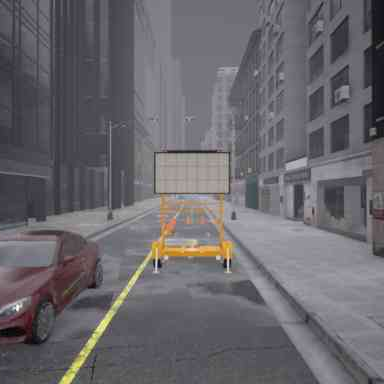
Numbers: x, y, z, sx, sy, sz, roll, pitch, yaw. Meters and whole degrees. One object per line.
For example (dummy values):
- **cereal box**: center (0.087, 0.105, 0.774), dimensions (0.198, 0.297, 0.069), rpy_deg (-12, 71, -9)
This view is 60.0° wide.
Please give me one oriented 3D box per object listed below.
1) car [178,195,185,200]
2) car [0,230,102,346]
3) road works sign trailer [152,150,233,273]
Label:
- **car**: center (-2.918, 1.502, 93.164), dimensions (2.033, 1.411, 5.357), rpy_deg (0, 0, 0)
- **car**: center (-3.082, 1.528, 6.497), dimensions (1.812, 1.442, 4.674), rpy_deg (0, 0, 0)
- **road works sign trailer**: center (0.008, 0.468, 10.629), dimensions (2.380, 3.560, 2.880), rpy_deg (0, 0, 0)
